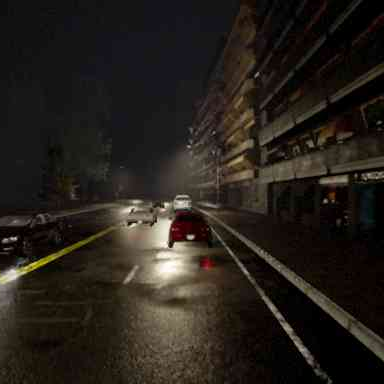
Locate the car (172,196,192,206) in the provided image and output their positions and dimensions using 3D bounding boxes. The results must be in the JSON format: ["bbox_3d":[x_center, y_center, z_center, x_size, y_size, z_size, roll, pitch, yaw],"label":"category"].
[{"bbox_3d":[-1.238,1.490,41.707,2.150,2.045,5.566,0,0,-4],"label":"car"}]

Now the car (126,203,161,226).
[{"bbox_3d":[-3.638,1.762,24.877,1.895,1.301,4.718,0,0,-2],"label":"car"}]

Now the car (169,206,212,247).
[{"bbox_3d":[-0.114,1.623,15.489,1.812,1.442,4.674,0,0,-1],"label":"car"}]

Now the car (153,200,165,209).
[{"bbox_3d":[-5.336,1.950,53.285,1.895,1.301,4.718,0,0,-5],"label":"car"}]

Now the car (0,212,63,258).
[{"bbox_3d":[-6.765,1.583,13.283,2.128,1.511,4.902,0,0,-1],"label":"car"}]
